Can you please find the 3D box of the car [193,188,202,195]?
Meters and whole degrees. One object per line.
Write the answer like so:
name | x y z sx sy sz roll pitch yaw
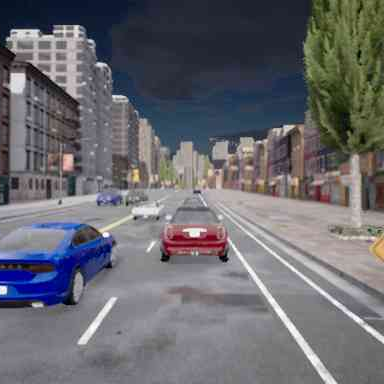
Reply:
car | 1.159 -0.174 74.827 1.882 1.535 5.008 0 2 0

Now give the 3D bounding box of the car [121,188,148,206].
car | -6.584 0.584 40.187 2.150 2.045 5.566 0 2 0

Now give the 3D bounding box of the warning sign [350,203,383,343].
warning sign | 3.214 1.097 4.842 1.300 1.860 1.060 -1 0 0

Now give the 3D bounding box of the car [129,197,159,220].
car | -3.162 1.333 24.941 1.895 1.301 4.718 0 1 0

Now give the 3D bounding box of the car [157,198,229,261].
car | 0.090 1.273 12.122 2.097 1.767 4.553 0 0 0

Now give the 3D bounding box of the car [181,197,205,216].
car | 0.100 1.211 29.078 1.994 1.385 4.181 0 1 0

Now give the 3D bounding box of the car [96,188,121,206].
car | -9.833 0.585 40.185 2.150 2.045 5.566 0 2 0

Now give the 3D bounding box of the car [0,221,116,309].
car | -3.177 1.437 7.978 1.882 1.535 5.008 0 1 0
